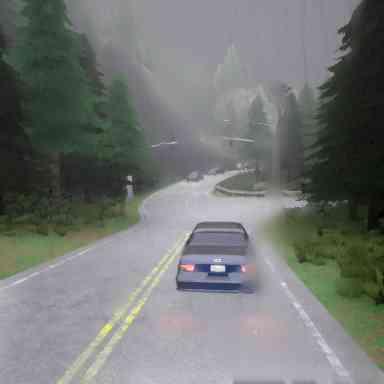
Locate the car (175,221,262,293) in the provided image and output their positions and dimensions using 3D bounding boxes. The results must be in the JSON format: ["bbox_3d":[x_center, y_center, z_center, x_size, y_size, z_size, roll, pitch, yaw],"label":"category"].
[{"bbox_3d":[0.727,1.498,8.876,2.033,1.411,5.357,0,0,5],"label":"car"}]

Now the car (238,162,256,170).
[{"bbox_3d":[11.874,-5.480,71.019,4.892,1.490,1.837,-9,9,-36],"label":"car"}]

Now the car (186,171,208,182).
[{"bbox_3d":[0.565,-2.568,55.101,1.837,1.490,4.892,2,10,19],"label":"car"}]

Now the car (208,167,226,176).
[{"bbox_3d":[4.636,-4.049,63.644,2.128,1.511,4.902,4,10,36],"label":"car"}]
